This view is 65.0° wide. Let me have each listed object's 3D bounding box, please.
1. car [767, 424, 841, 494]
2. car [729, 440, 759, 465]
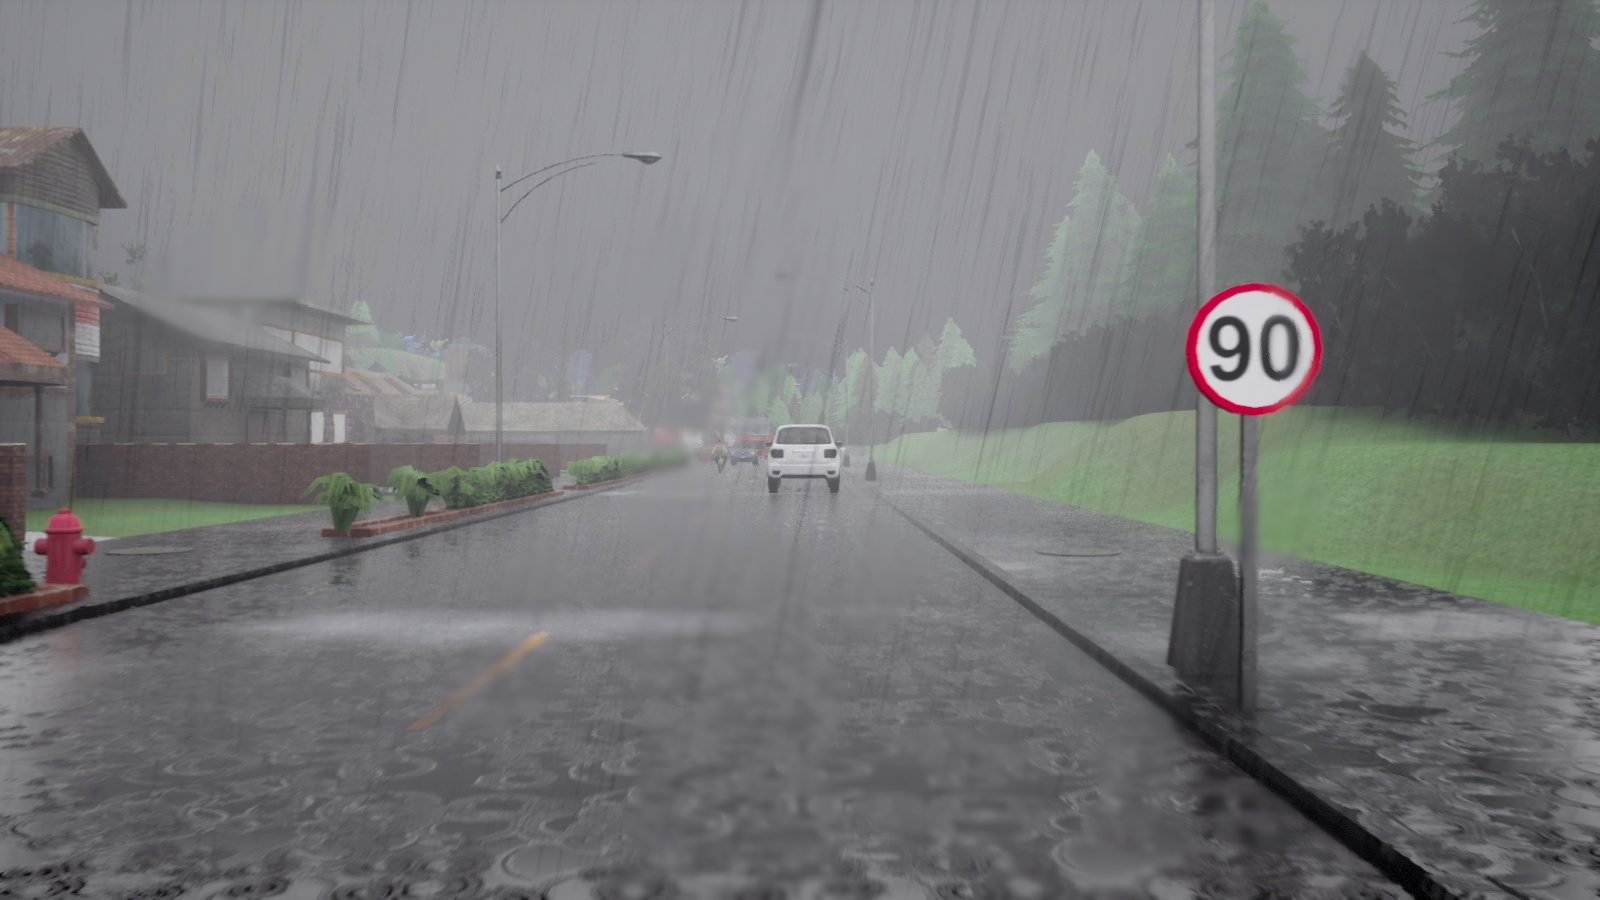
[{"bbox_3d":[0.129,0.243,39.437,2.150,2.045,5.566,0,0,0],"label":"car"},{"bbox_3d":[-3.749,0.161,85.243,1.851,1.617,3.988,0,0,0],"label":"car"}]
